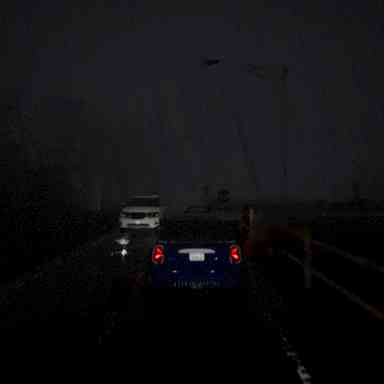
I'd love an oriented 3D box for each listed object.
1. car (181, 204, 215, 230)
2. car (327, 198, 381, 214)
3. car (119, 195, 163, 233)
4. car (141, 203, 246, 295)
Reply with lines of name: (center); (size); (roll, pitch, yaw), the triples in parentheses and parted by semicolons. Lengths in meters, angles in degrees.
car: (0.511, 1.557, 22.067); (1.895, 1.301, 4.718); (0, 0, 6)
car: (16.063, 1.346, 33.094); (5.008, 1.535, 1.882); (0, 0, -1)
car: (-2.752, 1.185, 19.653); (2.150, 2.045, 5.566); (0, 0, 0)
car: (0.098, 1.335, 8.861); (2.097, 1.767, 4.553); (0, 0, 0)
